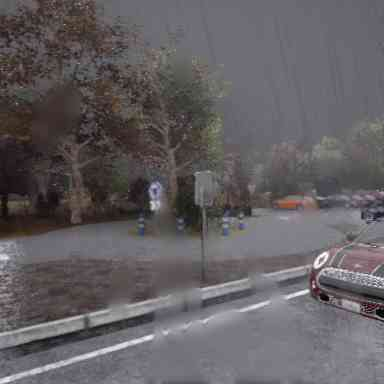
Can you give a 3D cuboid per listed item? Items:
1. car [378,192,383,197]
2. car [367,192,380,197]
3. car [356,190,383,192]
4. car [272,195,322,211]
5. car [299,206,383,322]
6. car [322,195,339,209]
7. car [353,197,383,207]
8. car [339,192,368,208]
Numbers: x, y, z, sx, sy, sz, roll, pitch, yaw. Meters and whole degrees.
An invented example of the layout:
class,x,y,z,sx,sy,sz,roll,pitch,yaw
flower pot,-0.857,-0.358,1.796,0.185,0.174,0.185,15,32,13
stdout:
class,x,y,z,sx,sy,sz,roll,pitch,yaw
car,21.739,1.096,41.899,2.163,1.488,4.792,-1,0,-35
car,19.430,1.118,40.273,2.163,1.488,4.792,-1,0,-35
car,24.045,0.794,43.524,2.435,2.045,5.566,-1,0,-35
car,10.297,1.047,33.840,2.185,1.767,4.553,-1,0,-35
car,4.493,1.300,6.893,4.553,1.767,2.097,0,0,-36
car,12.490,1.152,35.417,2.097,1.535,5.008,-1,0,-35
car,12.916,1.247,20.372,2.163,1.488,4.792,-1,0,-35
car,17.203,1.110,38.749,2.231,1.521,4.892,-1,0,-35
